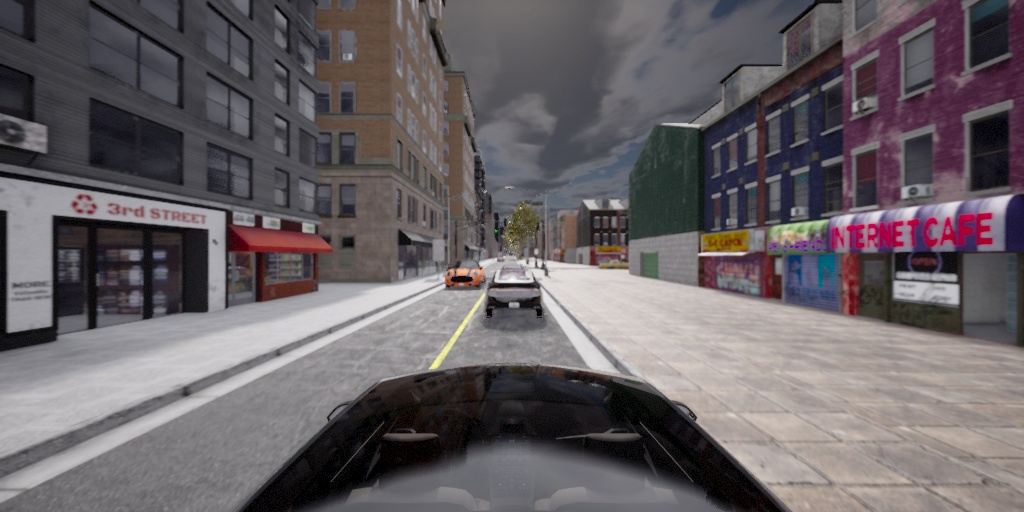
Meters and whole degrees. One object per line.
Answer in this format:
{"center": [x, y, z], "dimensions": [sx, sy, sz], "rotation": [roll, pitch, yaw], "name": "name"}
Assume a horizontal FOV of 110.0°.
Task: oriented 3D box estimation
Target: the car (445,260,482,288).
{"center": [-2.870, 1.028, 22.631], "dimensions": [2.097, 1.767, 4.553], "rotation": [0, 0, 0], "name": "car"}

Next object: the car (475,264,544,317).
{"center": [0.071, 1.204, 12.872], "dimensions": [2.128, 1.511, 4.902], "rotation": [0, 0, 0], "name": "car"}

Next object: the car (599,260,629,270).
{"center": [13.824, 1.158, 46.562], "dimensions": [4.829, 1.417, 1.751], "rotation": [0, 0, 0], "name": "car"}
